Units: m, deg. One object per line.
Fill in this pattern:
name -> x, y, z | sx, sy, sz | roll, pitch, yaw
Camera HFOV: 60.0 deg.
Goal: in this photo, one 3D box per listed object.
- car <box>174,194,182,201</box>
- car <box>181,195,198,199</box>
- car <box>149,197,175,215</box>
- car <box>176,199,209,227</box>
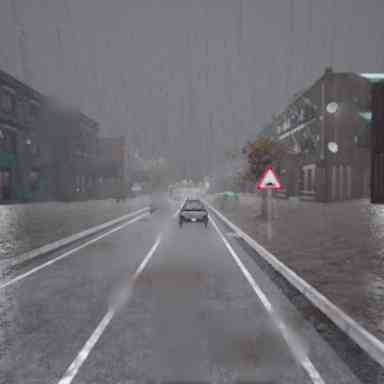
car -> -3.015, 1.153, 74.858 | 2.097, 1.767, 4.553 | 0, 0, 0
car -> 0.090, 1.364, 40.799 | 2.128, 1.511, 4.902 | 0, 0, 0
car -> -3.099, 1.453, 33.437 | 2.033, 1.411, 5.357 | 0, 0, 0
car -> 0.096, 1.443, 22.507 | 2.128, 1.511, 4.902 | 0, 0, 0
